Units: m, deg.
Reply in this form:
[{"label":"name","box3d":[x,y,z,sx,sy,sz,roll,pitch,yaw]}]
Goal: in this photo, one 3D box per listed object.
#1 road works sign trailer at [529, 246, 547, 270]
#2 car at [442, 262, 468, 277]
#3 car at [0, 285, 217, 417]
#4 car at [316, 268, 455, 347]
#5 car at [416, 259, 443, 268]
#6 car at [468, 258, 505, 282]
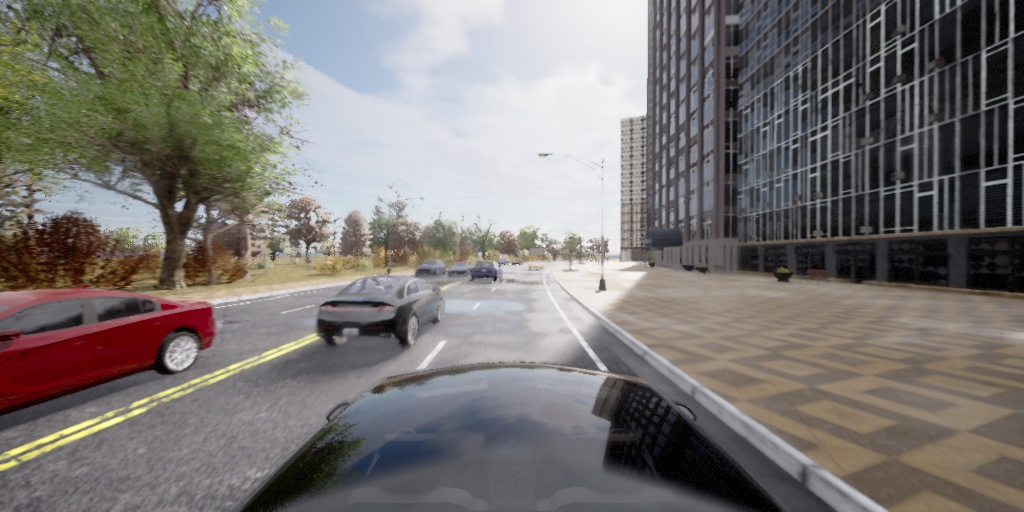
[{"label":"road works sign trailer","box3d":[3.810,0.336,54.978,2.380,3.560,2.880,0,0,9]},{"label":"car","box3d":[-5.008,1.338,36.020,2.033,1.411,5.357,0,0,5]},{"label":"car","box3d":[-6.521,1.203,4.632,1.882,1.535,5.008,0,0,1]},{"label":"car","box3d":[-3.045,1.242,9.272,2.128,1.511,4.902,0,0,1]},{"label":"car","box3d":[-8.191,1.127,36.682,2.097,1.767,4.553,0,0,6]},{"label":"car","box3d":[-2.046,1.145,30.235,2.097,1.767,4.553,0,0,4]}]
